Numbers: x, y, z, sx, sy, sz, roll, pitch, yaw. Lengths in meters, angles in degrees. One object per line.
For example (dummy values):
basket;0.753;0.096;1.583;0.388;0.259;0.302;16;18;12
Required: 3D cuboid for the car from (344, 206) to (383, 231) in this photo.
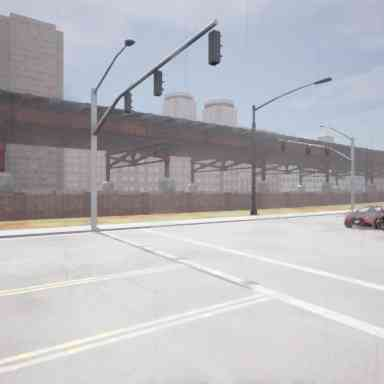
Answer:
car;11.278;1.558;20.613;4.181;1.385;1.994;0;0;-35
